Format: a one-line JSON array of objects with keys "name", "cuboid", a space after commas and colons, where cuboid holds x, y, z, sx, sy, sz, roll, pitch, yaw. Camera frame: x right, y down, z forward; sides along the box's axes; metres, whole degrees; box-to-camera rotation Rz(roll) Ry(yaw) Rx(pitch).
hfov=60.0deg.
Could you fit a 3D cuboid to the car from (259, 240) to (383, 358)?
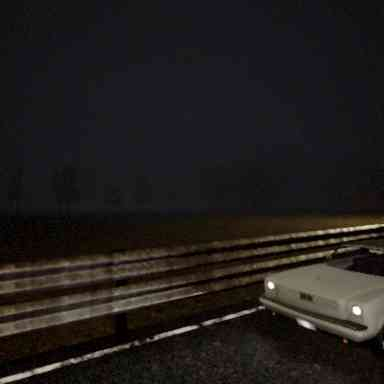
[{"name": "car", "cuboid": [3.464, 1.635, 6.150, 4.718, 1.301, 1.895, 0, 0, -35]}]
